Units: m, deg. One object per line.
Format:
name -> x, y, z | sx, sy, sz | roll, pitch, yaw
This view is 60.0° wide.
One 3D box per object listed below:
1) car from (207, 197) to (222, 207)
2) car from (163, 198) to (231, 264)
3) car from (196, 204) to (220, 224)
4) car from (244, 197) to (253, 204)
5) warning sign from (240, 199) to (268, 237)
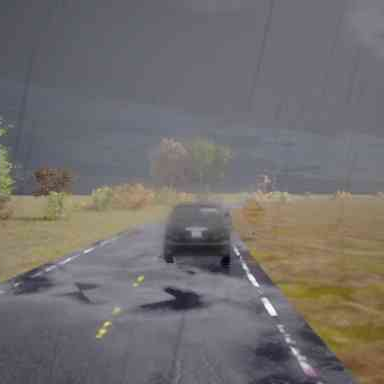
car -> 4.459, 1.981, 65.443 | 2.097, 1.767, 4.553 | 0, -1, 13
car -> 0.259, 1.352, 12.468 | 2.150, 2.045, 5.566 | 0, 0, 3
car -> 1.449, 1.810, 28.676 | 1.812, 1.442, 4.674 | 0, 0, 6
car -> 15.526, 2.190, 89.810 | 2.097, 1.767, 4.553 | 0, -1, 18
warning sign -> 3.124, 1.287, 16.962 | 1.300, 1.860, 1.060 | 0, -1, 3
